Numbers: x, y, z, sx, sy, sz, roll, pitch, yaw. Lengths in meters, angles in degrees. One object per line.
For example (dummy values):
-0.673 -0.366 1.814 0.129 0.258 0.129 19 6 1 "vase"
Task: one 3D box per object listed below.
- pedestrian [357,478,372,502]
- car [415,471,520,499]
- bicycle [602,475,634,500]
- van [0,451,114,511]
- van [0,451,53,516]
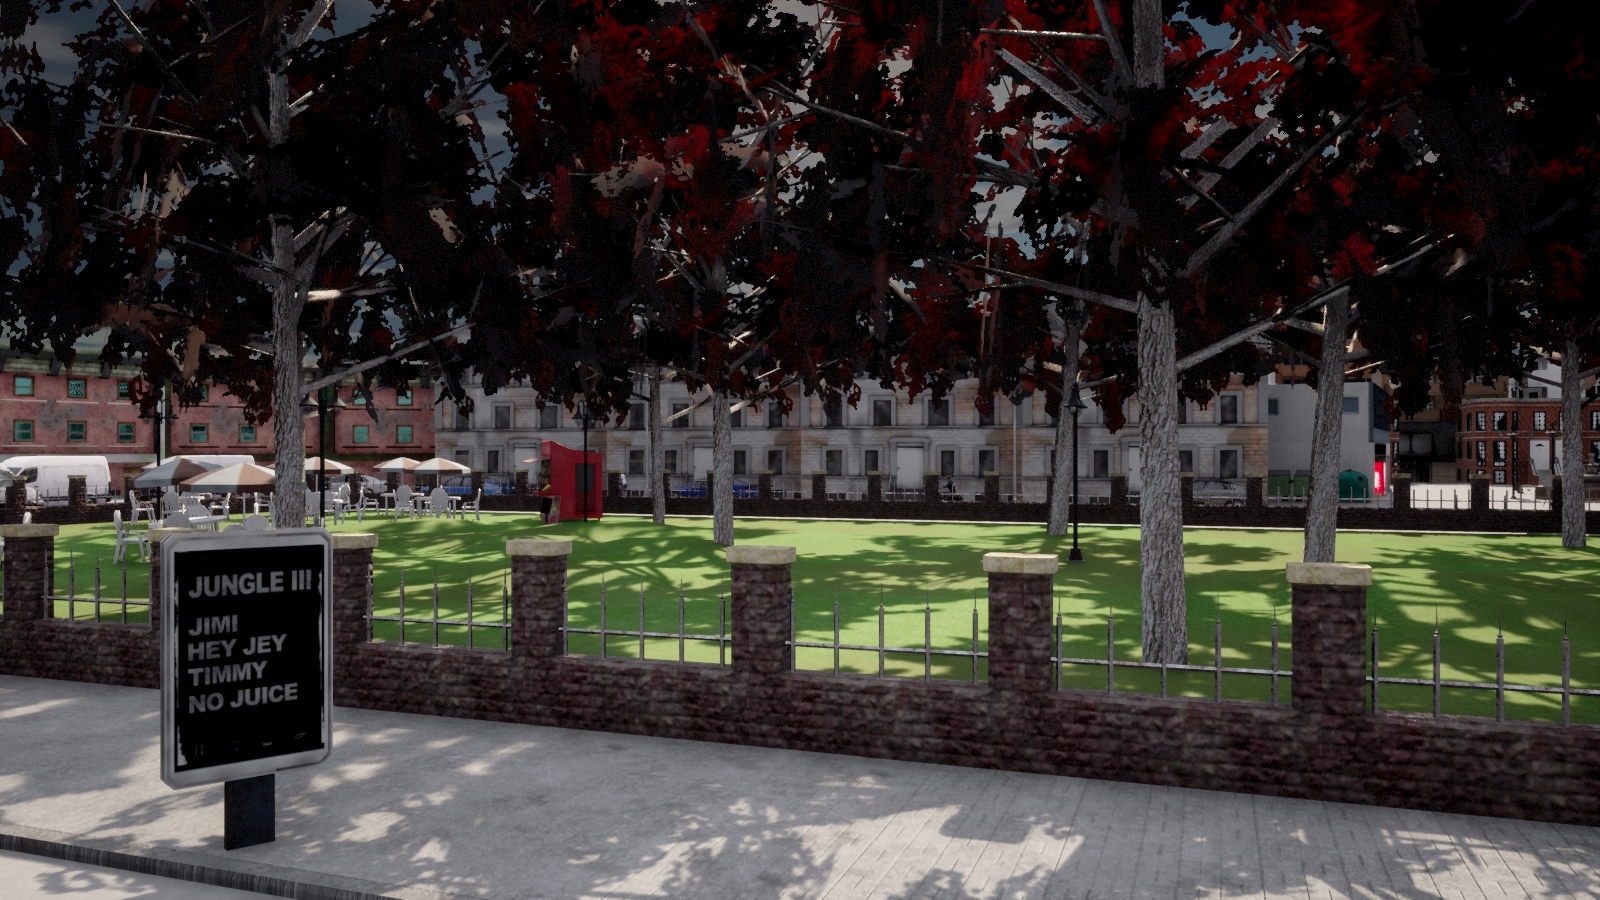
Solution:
-20.982 1.921 55.068 0.500 1.100 0.500 0 0 12 "pedestrian"
-18.262 1.902 62.828 5.357 1.411 2.033 0 0 19 "car"
-9.502 1.948 59.688 1.643 1.296 0.373 0 0 20 "bicycle"
-34.456 1.334 51.696 1.988 2.561 5.915 0 0 21 "van"
-32.746 1.331 44.629 1.988 2.561 5.915 0 0 20 "van"
